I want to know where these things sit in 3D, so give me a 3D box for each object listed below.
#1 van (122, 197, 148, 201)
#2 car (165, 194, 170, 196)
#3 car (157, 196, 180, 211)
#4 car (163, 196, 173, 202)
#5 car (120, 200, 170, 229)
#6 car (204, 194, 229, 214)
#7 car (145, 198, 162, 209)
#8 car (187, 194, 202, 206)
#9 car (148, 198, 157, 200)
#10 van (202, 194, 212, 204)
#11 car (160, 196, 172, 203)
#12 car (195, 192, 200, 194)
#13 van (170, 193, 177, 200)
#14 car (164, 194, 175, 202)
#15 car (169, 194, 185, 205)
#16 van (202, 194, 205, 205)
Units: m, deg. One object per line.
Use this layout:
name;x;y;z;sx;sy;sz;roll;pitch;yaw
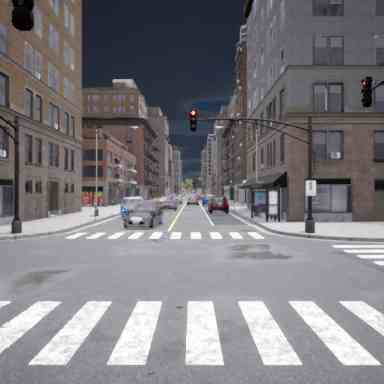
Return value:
van;-5.351;1.338;29.985;1.690;1.788;3.998;0;0;0
car;-5.278;1.516;62.253;1.752;1.417;4.829;0;0;0
car;-2.769;1.559;39.711;1.994;1.385;4.181;0;0;0
car;-5.253;1.554;73.235;1.947;1.339;4.313;0;0;0
car;-3.026;1.489;21.704;2.128;1.511;4.902;0;0;5
car;2.773;1.311;35.376;2.192;1.841;5.009;0;0;0
car;-5.314;1.538;46.203;1.887;1.381;4.507;0;0;0
car;0.165;1.556;55.492;1.994;1.385;4.181;0;0;1
car;-5.326;1.561;40.797;1.947;1.339;4.313;0;0;0
van;2.802;1.331;62.408;1.690;1.788;3.998;0;0;0
car;-5.265;1.540;67.828;2.008;1.369;4.403;0;0;0
car;2.429;1.338;84.891;2.097;1.767;4.553;0;0;0
van;-5.204;1.324;94.860;1.690;1.788;3.998;0;0;0
car;-5.241;1.302;78.641;2.192;1.841;5.009;0;0;0
car;-2.634;1.538;59.357;1.812;1.442;4.674;0;0;0
van;2.790;1.334;51.595;1.690;1.788;3.998;0;0;0
